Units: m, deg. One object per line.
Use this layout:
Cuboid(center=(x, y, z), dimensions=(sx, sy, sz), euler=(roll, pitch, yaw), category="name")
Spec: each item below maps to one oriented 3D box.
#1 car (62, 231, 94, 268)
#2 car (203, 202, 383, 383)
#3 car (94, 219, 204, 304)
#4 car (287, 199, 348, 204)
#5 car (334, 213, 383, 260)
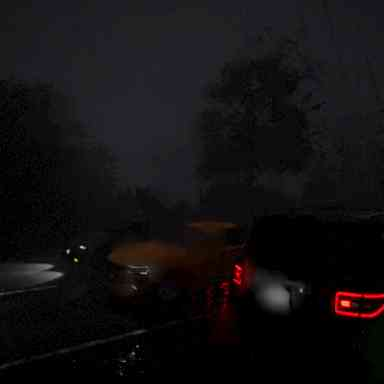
Cuboid(center=(-2.041, 1.610, 11.046), dimensions=(4.181, 1.385, 1.994), euler=(1, 0, -35), category="car")
Cuboid(center=(3.032, 1.282, 5.407), dimensions=(5.566, 2.045, 2.150), euler=(1, 0, -39), category="car")
Cuboid(center=(0.357, 1.531, 8.451), dimensions=(5.008, 1.535, 1.882), euler=(1, 0, -35), category="car")
Cuboid(center=(5.694, 1.375, 16.317), dimensions=(5.566, 2.045, 2.150), euler=(1, 0, -33), category="car")
Cuboid(center=(8.064, 1.686, 13.686), dimensions=(4.674, 1.442, 1.812), euler=(1, 0, -33), category="car")
